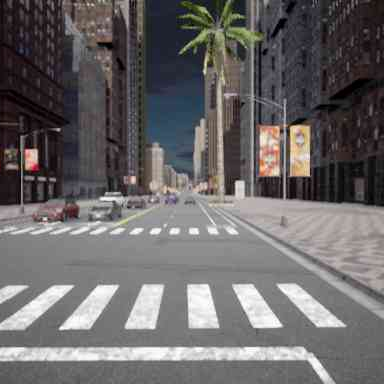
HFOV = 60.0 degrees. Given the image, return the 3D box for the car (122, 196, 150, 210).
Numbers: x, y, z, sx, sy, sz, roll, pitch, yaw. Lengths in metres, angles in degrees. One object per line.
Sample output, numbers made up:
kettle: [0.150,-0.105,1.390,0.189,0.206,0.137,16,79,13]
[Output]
car: [-6.824,1.393,41.243,2.033,1.411,5.357,0,0,0]

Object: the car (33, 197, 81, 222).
car: [-9.986,1.255,24.831,2.097,1.767,4.553,0,0,0]

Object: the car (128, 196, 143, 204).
car: [-10.097,1.400,60.083,1.895,1.301,4.718,0,0,0]

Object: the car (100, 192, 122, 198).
car: [-10.065,1.067,41.752,2.150,2.045,5.566,0,0,1]

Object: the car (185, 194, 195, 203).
car: [-0.378,1.266,66.560,1.882,1.535,5.008,0,0,0]

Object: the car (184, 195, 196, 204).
car: [-0.319,1.355,56.137,2.033,1.411,5.357,0,0,0]

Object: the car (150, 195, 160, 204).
car: [-6.848,1.293,59.944,2.128,1.511,4.902,0,0,0]

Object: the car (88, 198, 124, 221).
car: [-6.742,1.423,26.192,1.812,1.442,4.674,0,0,0]

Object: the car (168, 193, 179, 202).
car: [-3.628,1.140,66.511,2.097,1.767,4.553,0,0,0]

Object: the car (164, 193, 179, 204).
car: [-3.571,1.333,56.536,1.812,1.442,4.674,0,0,0]
